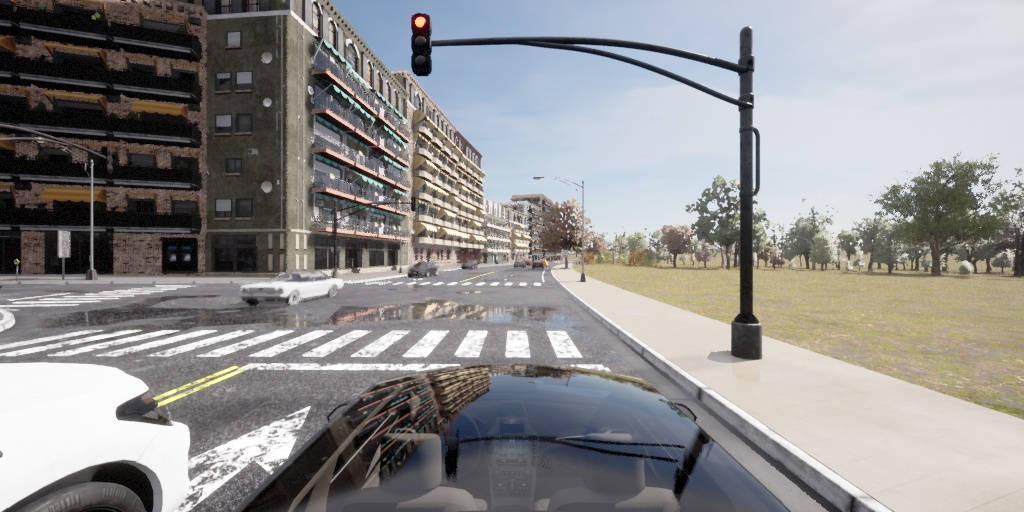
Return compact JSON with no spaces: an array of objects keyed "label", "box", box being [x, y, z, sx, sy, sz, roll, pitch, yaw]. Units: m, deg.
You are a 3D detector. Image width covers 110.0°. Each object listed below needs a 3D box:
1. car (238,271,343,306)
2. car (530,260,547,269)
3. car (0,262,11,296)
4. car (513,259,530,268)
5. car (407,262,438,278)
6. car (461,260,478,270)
[{"label":"car","box":[-9.561,1.362,15.960,1.895,1.301,4.718,0,0,2]},{"label":"car","box":[4.660,1.407,62.504,1.882,1.535,5.008,0,0,8]},{"label":"car","box":[-23.799,0.914,13.606,5.357,1.411,2.033,1,0,-19]},{"label":"car","box":[1.431,1.426,63.841,2.128,1.511,4.902,0,0,9]},{"label":"car","box":[-8.502,1.310,34.567,1.837,1.490,4.892,0,1,5]},{"label":"car","box":[-6.439,1.391,54.755,1.837,1.490,4.892,0,0,7]}]
